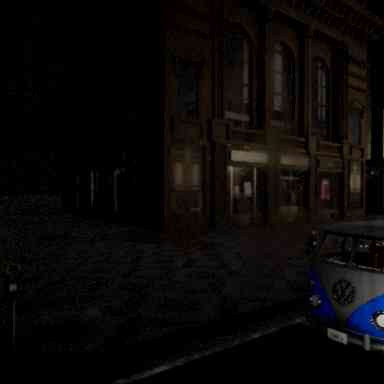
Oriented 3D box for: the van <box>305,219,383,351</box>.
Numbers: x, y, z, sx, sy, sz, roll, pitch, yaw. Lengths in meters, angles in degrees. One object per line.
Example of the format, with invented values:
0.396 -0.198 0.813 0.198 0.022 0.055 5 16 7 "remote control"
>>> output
3.591 1.337 5.510 3.998 1.788 1.690 0 0 -35 "van"
